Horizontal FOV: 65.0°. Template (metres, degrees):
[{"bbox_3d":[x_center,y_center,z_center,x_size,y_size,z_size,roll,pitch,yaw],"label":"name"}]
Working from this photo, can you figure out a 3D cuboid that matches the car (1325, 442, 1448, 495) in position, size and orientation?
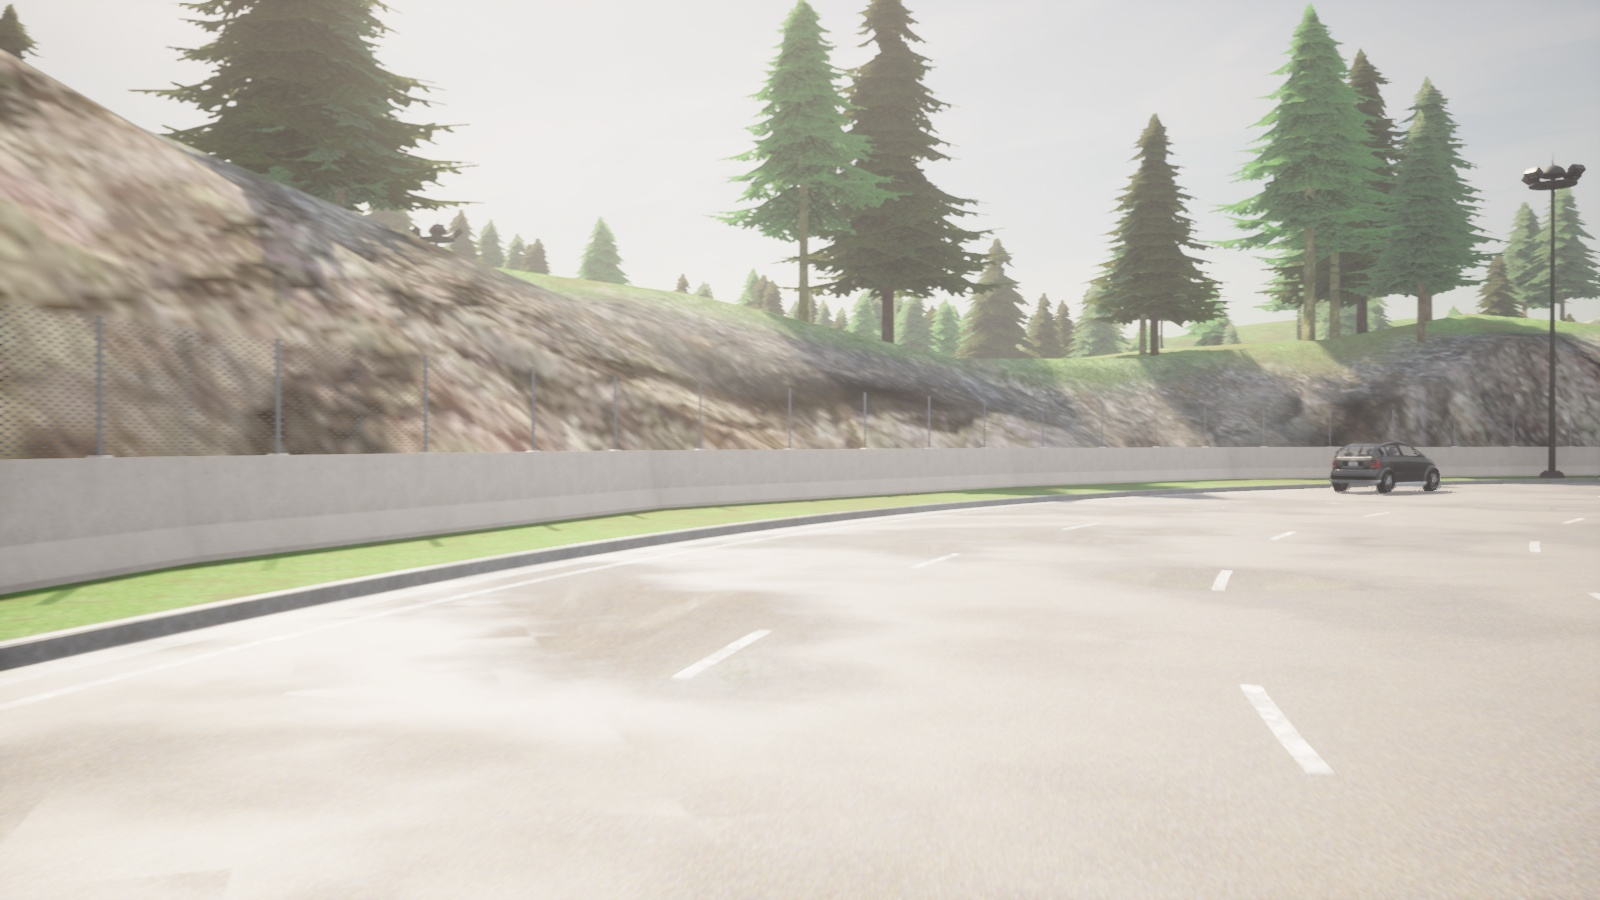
[{"bbox_3d":[17.950,0.540,38.400,3.705,1.549,1.789,0,0,-35],"label":"car"}]
